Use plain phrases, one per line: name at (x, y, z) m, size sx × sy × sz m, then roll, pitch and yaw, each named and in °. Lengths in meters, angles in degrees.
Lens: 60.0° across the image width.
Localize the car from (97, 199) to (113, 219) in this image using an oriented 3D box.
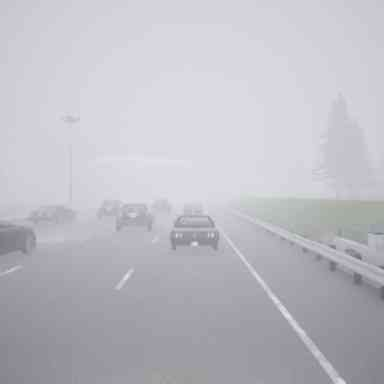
car at (-6.898, 1.442, 29.788) m, size 2.097 × 1.767 × 4.553 m, roll 0°, pitch 0°, yaw 0°

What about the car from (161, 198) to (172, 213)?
car at (-3.395, 1.464, 38.003) m, size 2.097 × 1.767 × 4.553 m, roll 0°, pitch 0°, yaw 0°

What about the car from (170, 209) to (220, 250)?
car at (0.102, 1.643, 14.622) m, size 1.895 × 1.301 × 4.718 m, roll 0°, pitch 0°, yaw 0°

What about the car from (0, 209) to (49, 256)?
car at (-6.899, 1.522, 10.841) m, size 2.128 × 1.511 × 4.902 m, roll 0°, pitch 0°, yaw 0°

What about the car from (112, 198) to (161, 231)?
car at (-3.396, 1.414, 21.194) m, size 2.097 × 1.767 × 4.553 m, roll 0°, pitch 0°, yaw -1°

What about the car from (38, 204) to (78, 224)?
car at (-10.397, 1.623, 25.270) m, size 2.033 × 1.411 × 5.357 m, roll 0°, pitch 0°, yaw 0°

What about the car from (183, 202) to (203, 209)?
car at (0.100, 1.697, 33.312) m, size 1.895 × 1.301 × 4.718 m, roll 0°, pitch 0°, yaw 0°
